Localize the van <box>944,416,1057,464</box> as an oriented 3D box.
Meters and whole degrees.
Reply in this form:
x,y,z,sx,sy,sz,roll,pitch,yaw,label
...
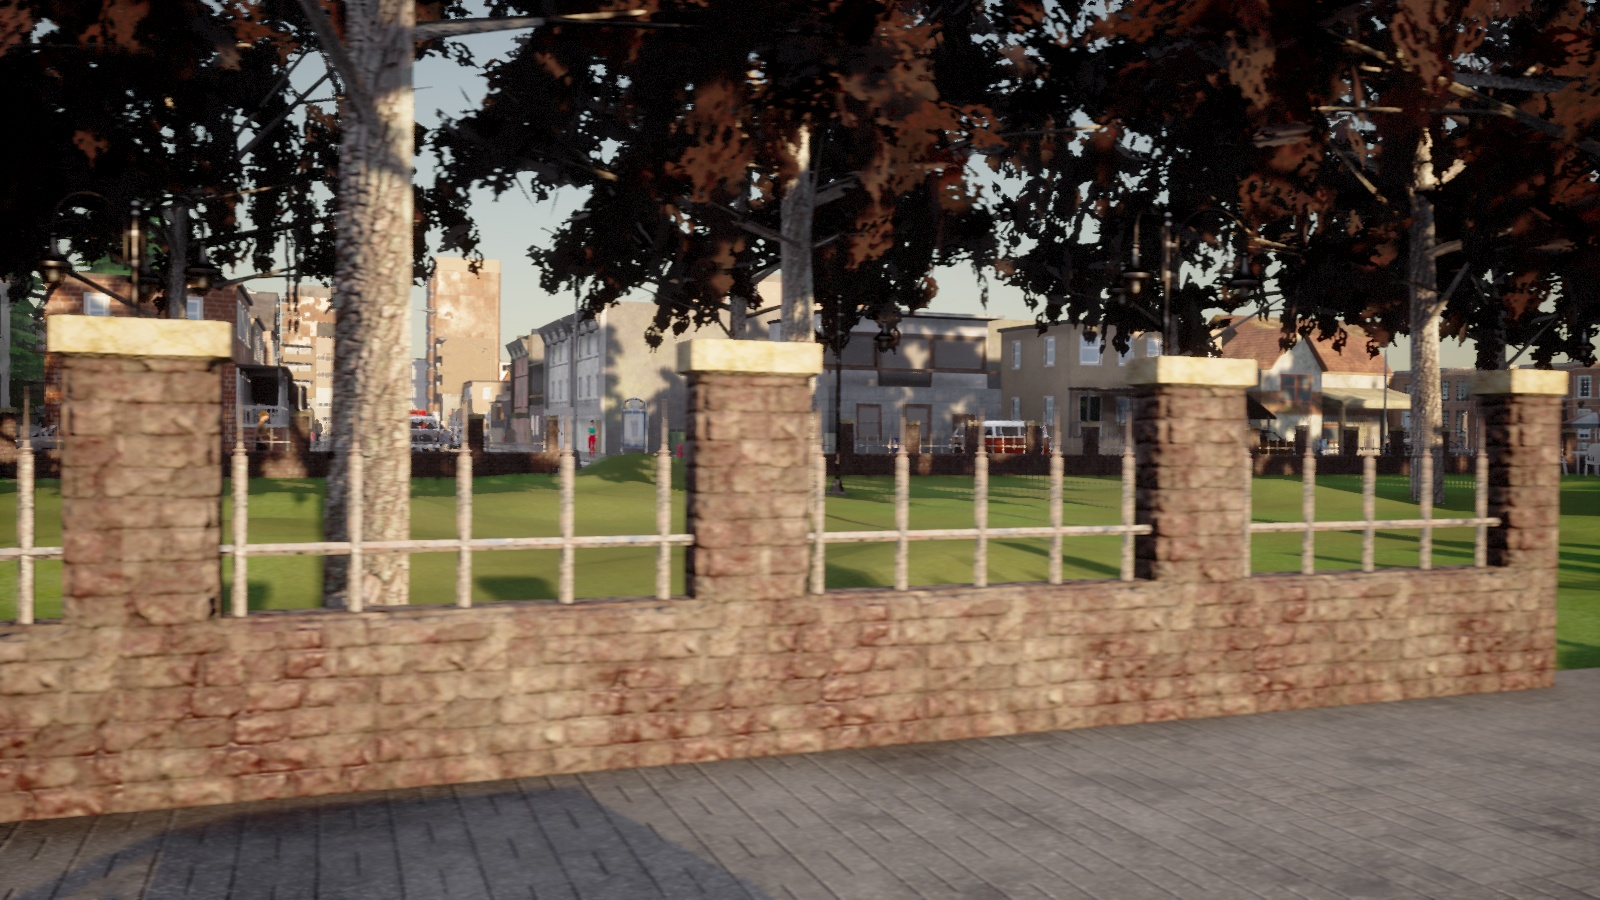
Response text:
x,y,z,sx,sy,sz,roll,pitch,yaw,label
8.881,-0.479,55.585,4.480,2.038,2.069,-1,1,-21,van

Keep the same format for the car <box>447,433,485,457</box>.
x,y,z,sx,sy,sz,roll,pitch,yaw,label
-21.806,-0.334,81.908,1.970,1.475,3.806,-1,1,-21,car

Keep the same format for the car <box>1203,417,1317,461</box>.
x,y,z,sx,sy,sz,roll,pitch,yaw,label
20.403,-0.512,55.686,4.605,1.855,1.932,-1,1,-21,car

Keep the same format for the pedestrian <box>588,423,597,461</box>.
x,y,z,sx,sy,sz,roll,pitch,yaw,label
-10.201,-0.386,61.715,0.345,1.836,0.594,-1,1,0,pedestrian

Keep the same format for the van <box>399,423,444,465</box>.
x,y,z,sx,sy,sz,roll,pitch,yaw,label
-19.587,-0.322,64.932,2.069,2.038,4.480,-1,1,-18,van

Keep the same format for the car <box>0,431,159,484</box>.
x,y,z,sx,sy,sz,roll,pitch,yaw,label
-24.478,0.216,42.459,4.611,1.667,2.242,-1,1,-16,car

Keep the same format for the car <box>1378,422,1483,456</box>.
x,y,z,sx,sy,sz,roll,pitch,yaw,label
29.695,-0.538,59.141,4.514,1.525,2.007,-1,1,-23,car

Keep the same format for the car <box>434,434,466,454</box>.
x,y,z,sx,sy,sz,roll,pitch,yaw,label
-25.764,-0.461,92.351,1.970,1.475,3.806,-1,1,-21,car

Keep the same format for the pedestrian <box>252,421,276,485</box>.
x,y,z,sx,sy,sz,roll,pitch,yaw,label
-15.505,0.084,36.358,0.594,1.836,0.345,-1,1,-21,pedestrian
